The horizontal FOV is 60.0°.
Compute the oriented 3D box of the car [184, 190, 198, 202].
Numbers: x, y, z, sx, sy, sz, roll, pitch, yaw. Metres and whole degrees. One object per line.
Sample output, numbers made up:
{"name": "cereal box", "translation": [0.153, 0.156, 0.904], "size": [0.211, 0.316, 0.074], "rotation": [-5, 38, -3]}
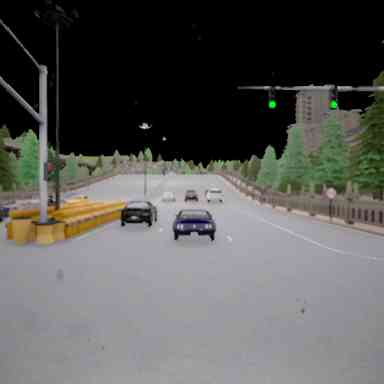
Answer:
{"name": "car", "translation": [-0.105, 0.522, 51.906], "size": [2.097, 1.767, 4.553], "rotation": [0, 4, 0]}

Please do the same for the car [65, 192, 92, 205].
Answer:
{"name": "car", "translation": [-14.049, 1.153, 41.545], "size": [1.882, 1.535, 5.008], "rotation": [0, 2, 0]}

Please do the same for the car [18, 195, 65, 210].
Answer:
{"name": "car", "translation": [-14.072, 1.336, 31.362], "size": [1.812, 1.442, 4.674], "rotation": [0, 0, 0]}

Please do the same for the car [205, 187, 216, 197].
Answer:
{"name": "car", "translation": [3.346, -0.013, 60.997], "size": [1.895, 1.301, 4.718], "rotation": [0, 6, 0]}

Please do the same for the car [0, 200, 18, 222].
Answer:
{"name": "car", "translation": [-14.093, 1.415, 21.958], "size": [2.033, 1.411, 5.357], "rotation": [0, 0, 0]}

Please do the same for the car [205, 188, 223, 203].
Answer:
{"name": "car", "translation": [3.402, 0.484, 50.533], "size": [2.150, 2.045, 5.566], "rotation": [0, 4, 0]}

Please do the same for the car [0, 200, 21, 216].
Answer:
{"name": "car", "translation": [-17.575, 1.420, 29.959], "size": [1.895, 1.301, 4.718], "rotation": [0, 0, 0]}

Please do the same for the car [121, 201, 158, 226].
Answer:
{"name": "car", "translation": [-3.396, 1.344, 22.021], "size": [1.882, 1.535, 5.008], "rotation": [0, 0, 0]}

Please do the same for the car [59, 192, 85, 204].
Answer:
{"name": "car", "translation": [-17.589, 0.845, 48.945], "size": [2.128, 1.511, 4.902], "rotation": [0, 3, 0]}

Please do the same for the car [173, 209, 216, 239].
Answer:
{"name": "car", "translation": [0.102, 1.501, 16.535], "size": [1.895, 1.301, 4.718], "rotation": [0, 0, 0]}

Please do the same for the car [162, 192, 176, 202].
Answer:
{"name": "car", "translation": [-3.604, 0.694, 51.941], "size": [1.812, 1.442, 4.674], "rotation": [0, 4, 0]}
